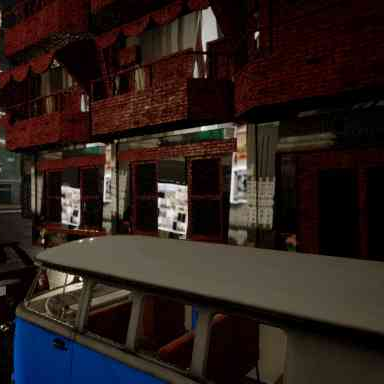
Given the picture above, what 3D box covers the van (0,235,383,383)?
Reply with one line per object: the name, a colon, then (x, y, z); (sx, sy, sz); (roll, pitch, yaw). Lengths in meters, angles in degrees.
van: (0.184, 1.341, 2.604); (3.998, 1.788, 1.690); (0, -1, 36)
